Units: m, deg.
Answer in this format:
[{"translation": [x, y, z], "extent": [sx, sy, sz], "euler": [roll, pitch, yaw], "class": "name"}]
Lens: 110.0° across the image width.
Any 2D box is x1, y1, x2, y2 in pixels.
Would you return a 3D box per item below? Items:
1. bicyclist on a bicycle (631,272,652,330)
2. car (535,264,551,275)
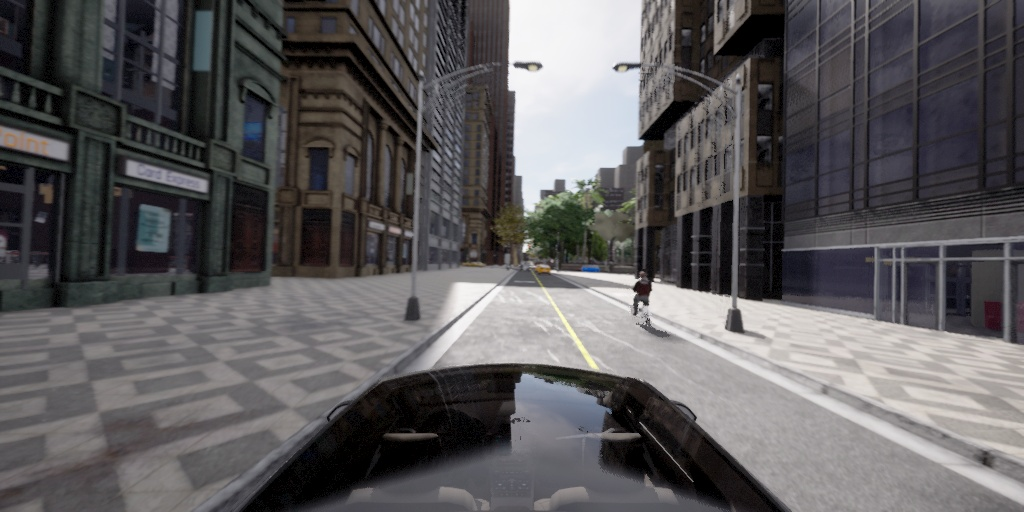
[{"translation": [4.079, 1.372, 11.409], "extent": [0.659, 1.776, 1.843], "euler": [2, -1, 2], "class": "bicyclist on a bicycle"}, {"translation": [5.108, 2.153, 57.131], "extent": [1.882, 1.535, 5.008], "euler": [2, -1, 2], "class": "car"}]
